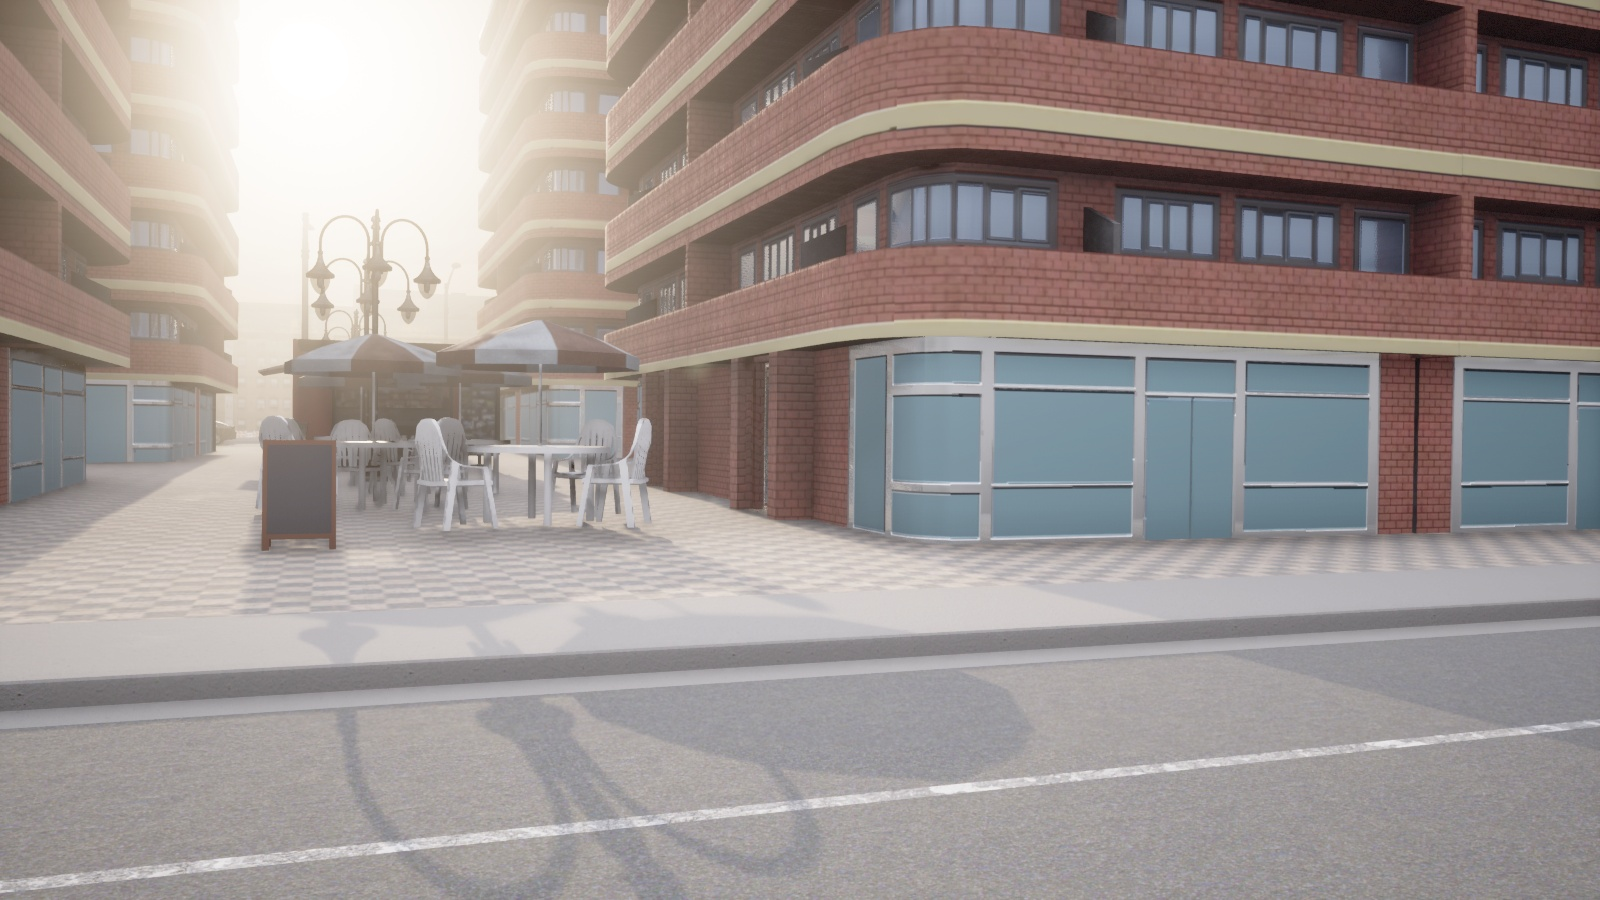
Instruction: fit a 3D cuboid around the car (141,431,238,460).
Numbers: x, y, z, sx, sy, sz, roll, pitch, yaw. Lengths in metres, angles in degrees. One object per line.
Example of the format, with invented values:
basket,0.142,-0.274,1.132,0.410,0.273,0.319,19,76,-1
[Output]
car,-35.681,-0.273,73.547,4.892,1.490,1.837,-2,1,-21
